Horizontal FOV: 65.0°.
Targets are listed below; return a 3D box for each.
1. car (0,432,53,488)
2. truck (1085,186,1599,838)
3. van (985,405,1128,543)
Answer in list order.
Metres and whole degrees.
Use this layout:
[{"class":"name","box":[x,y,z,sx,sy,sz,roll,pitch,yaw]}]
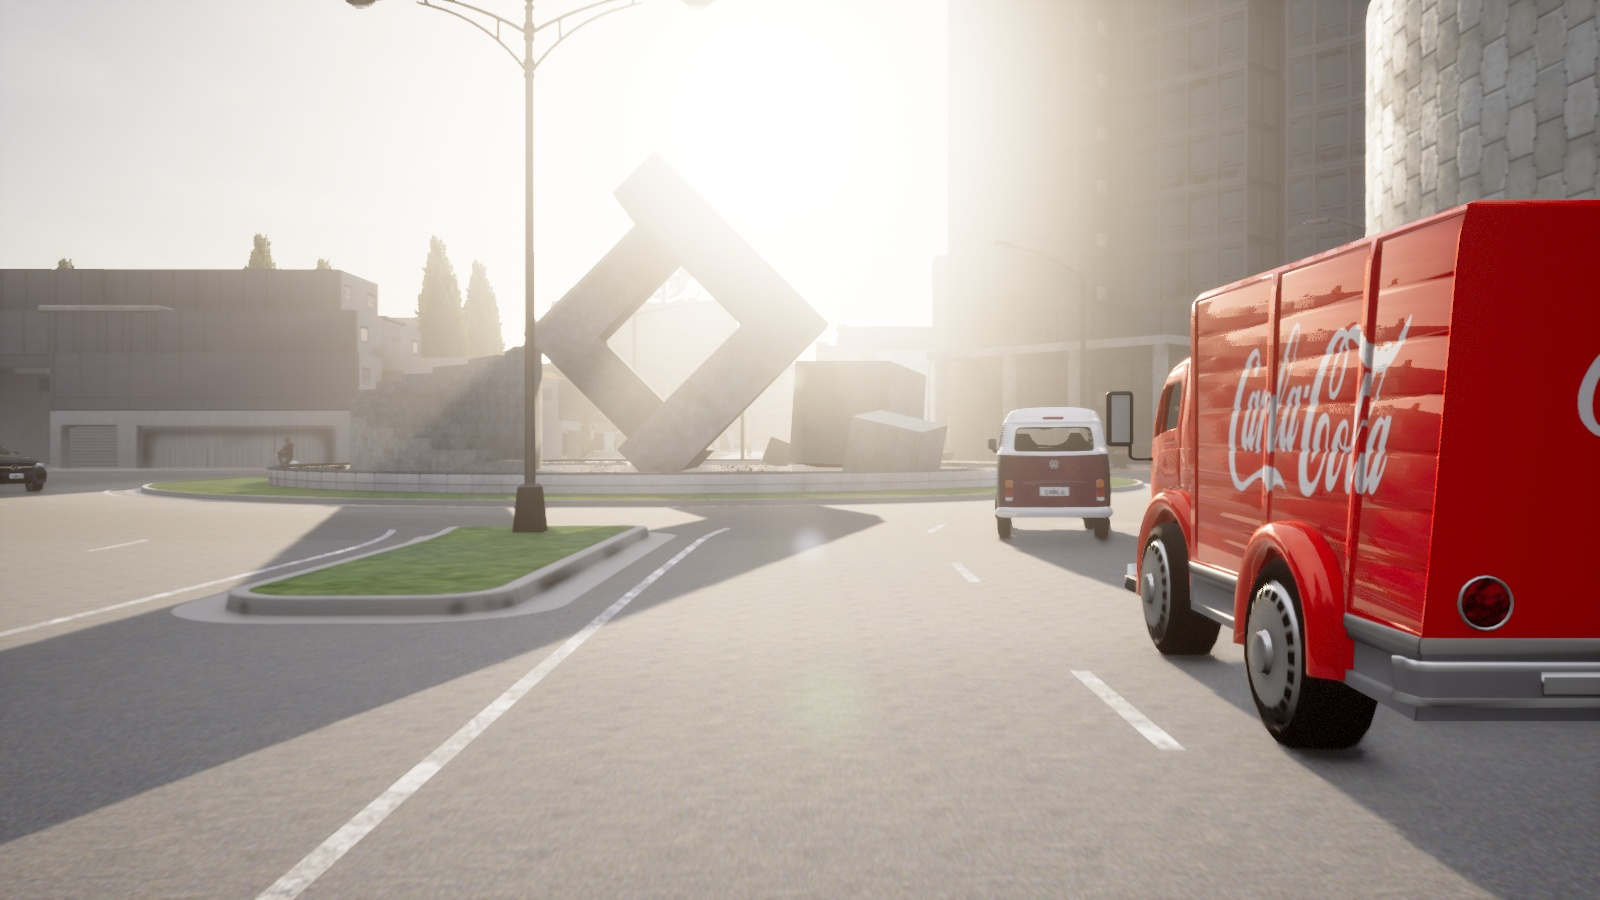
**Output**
[{"class":"car","box":[-25.515,0.286,38.730,5.027,1.651,2.152,0,0,31]},{"class":"truck","box":[3.559,0.221,7.352,2.627,2.467,5.204,0,0,0]},{"class":"van","box":[4.187,0.355,20.913,2.069,2.038,4.480,0,0,10]}]
